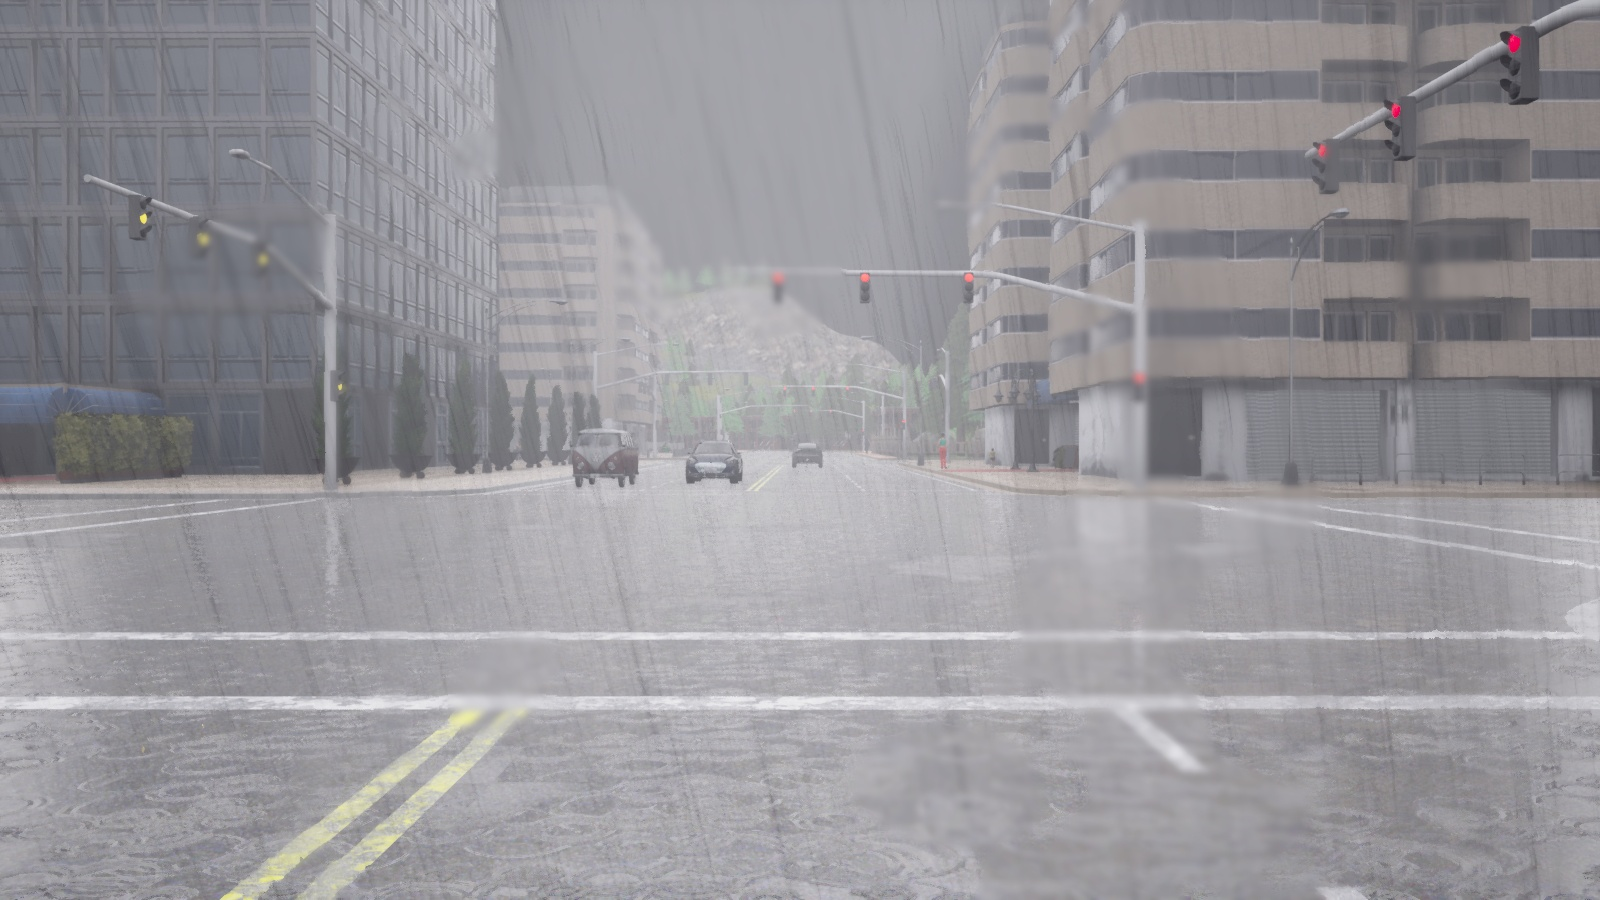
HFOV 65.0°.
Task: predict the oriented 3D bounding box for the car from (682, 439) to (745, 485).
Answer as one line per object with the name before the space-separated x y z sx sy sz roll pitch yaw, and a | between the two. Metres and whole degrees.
car | -3.212 0.405 47.640 2.033 1.649 4.856 0 0 0

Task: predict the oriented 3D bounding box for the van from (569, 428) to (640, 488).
van | -6.735 0.247 43.655 1.775 1.987 4.442 0 0 0

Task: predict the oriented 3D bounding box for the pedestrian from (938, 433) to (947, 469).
pedestrian | 7.304 0.041 64.217 0.345 1.836 0.594 0 0 -4

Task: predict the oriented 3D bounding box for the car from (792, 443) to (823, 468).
car | 0.453 0.319 76.675 1.837 1.490 4.892 0 0 0
